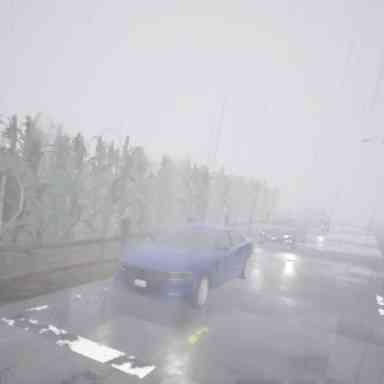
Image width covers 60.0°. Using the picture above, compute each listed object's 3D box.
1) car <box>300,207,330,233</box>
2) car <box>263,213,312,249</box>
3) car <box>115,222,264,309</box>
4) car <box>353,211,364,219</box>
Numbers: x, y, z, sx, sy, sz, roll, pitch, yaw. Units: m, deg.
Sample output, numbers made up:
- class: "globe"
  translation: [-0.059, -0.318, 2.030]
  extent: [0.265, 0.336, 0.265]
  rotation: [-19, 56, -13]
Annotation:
- class: "car"
  translation: [10.857, 2.382, 29.326]
  extent: [2.150, 2.045, 5.566]
  rotation: [5, 0, 27]
- class: "car"
  translation: [4.995, 2.074, 17.979]
  extent: [1.837, 1.490, 4.892]
  rotation: [5, 0, 27]
- class: "car"
  translation: [0.142, 1.551, 8.459]
  extent: [1.882, 1.535, 5.008]
  rotation: [5, -1, 26]
- class: "car"
  translation: [38.484, 5.388, 76.984]
  extent: [2.128, 1.511, 4.902]
  rotation: [5, 0, 27]
